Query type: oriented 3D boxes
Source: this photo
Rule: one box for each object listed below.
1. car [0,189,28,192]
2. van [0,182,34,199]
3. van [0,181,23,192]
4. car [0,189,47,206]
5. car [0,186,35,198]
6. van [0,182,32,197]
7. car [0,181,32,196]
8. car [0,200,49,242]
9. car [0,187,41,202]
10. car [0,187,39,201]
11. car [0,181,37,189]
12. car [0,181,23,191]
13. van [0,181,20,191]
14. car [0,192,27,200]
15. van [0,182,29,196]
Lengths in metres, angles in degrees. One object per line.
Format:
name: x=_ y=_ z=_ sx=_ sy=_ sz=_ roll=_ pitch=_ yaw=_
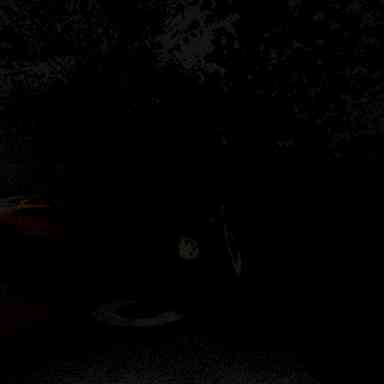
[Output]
car: x=-12.575 y=0.845 z=24.611 sx=5.366 sy=1.575 sz=1.946 roll=1 pitch=2 yaw=-30
van: x=-22.235 y=-0.145 z=41.369 sx=4.442 sy=1.987 sz=1.878 roll=1 pitch=2 yaw=-31
van: x=-34.648 y=-0.970 z=63.139 sx=4.442 sy=1.987 sz=1.878 roll=1 pitch=1 yaw=-30
car: x=-16.616 y=0.534 z=31.866 sx=4.792 sy=1.488 sz=2.163 roll=1 pitch=2 yaw=-30
car: x=-23.545 y=-0.012 z=43.837 sx=5.008 sy=1.535 sz=2.097 roll=1 pitch=1 yaw=-30
van: x=-24.834 y=-0.327 z=46.281 sx=4.442 sy=1.987 sz=1.878 roll=1 pitch=1 yaw=-30
car: x=-27.744 y=-0.537 z=50.993 sx=5.566 sy=2.045 sz=2.435 roll=1 pitch=1 yaw=-30
car: x=-6.913 y=1.307 z=15.240 sx=5.008 sy=1.535 sz=2.097 roll=1 pitch=2 yaw=-30
car: x=-19.414 y=0.308 z=36.787 sx=4.792 sy=1.488 sz=2.163 roll=1 pitch=2 yaw=-30
car: x=-20.741 y=0.209 z=39.067 sx=4.792 sy=1.488 sz=2.163 roll=1 pitch=1 yaw=-30
car: x=-15.166 y=0.370 z=29.495 sx=5.566 sy=2.045 sz=2.435 roll=1 pitch=2 yaw=-30
car: x=-38.951 y=-1.272 z=70.243 sx=5.566 sy=2.045 sz=2.435 roll=1 pitch=1 yaw=-30
van: x=-40.220 y=-1.335 z=72.710 sx=4.442 sy=1.987 sz=1.878 roll=1 pitch=1 yaw=-30
car: x=-8.270 y=1.067 z=17.648 sx=4.553 sy=1.767 sz=2.185 roll=1 pitch=2 yaw=-30
van: x=-26.429 y=-0.422 z=48.556 sx=4.442 sy=1.987 sz=1.878 roll=1 pitch=1 yaw=-30
